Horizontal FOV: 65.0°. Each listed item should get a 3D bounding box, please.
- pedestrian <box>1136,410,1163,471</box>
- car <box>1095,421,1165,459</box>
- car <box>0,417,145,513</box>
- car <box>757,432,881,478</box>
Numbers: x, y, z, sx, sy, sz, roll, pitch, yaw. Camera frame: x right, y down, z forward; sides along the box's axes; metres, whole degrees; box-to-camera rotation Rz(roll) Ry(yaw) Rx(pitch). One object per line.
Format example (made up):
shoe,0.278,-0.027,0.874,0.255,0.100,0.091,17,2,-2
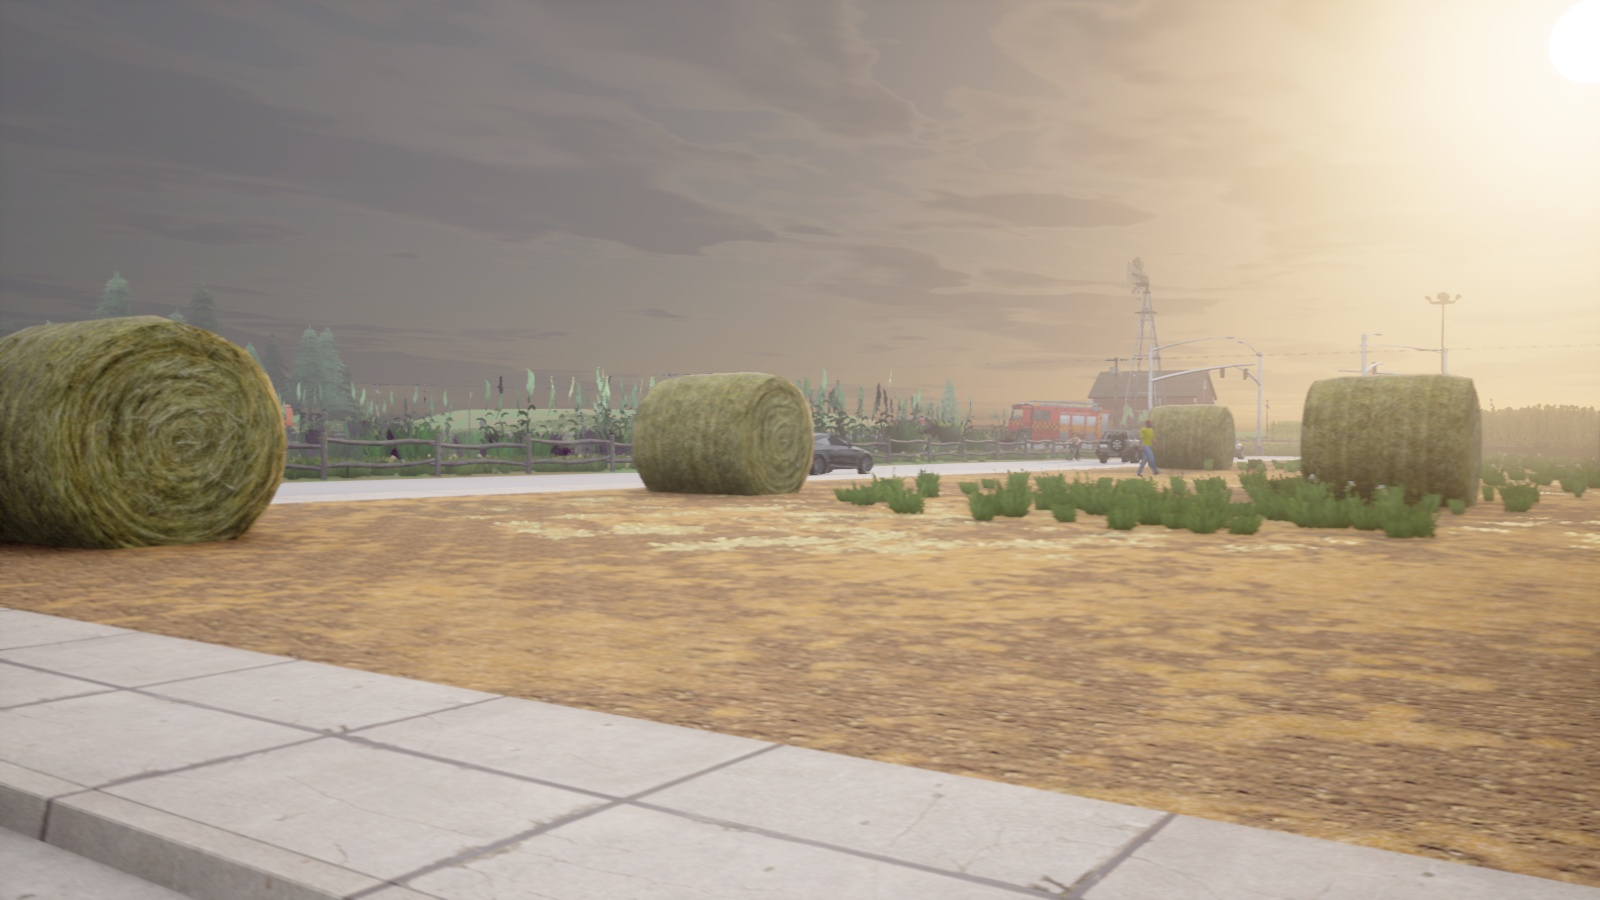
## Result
pedestrian,10.706,-0.286,38.499,0.354,1.836,0.706,-1,1,-44
car,17.062,-0.529,64.787,1.932,1.855,4.605,0,1,36
car,-15.948,0.279,25.889,1.905,1.878,3.866,0,1,36
car,0.713,0.131,42.600,1.812,1.442,4.674,0,1,36
